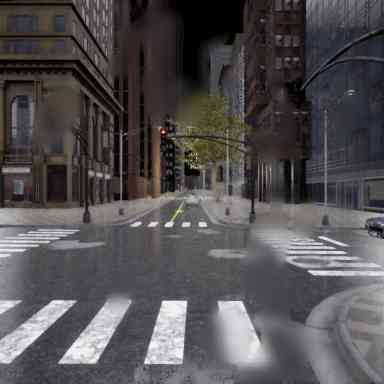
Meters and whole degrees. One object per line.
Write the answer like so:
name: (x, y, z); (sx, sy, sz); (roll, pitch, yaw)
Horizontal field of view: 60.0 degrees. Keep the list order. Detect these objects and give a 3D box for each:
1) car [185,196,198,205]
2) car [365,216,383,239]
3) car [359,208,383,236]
car: (0.035, 1.288, 53.098); (1.812, 1.442, 4.674); (0, 0, 0)
car: (10.876, 1.426, 15.705); (4.553, 1.767, 2.097); (0, 0, 0)
car: (11.909, 1.632, 18.368); (4.403, 1.369, 2.008); (0, 0, 0)
